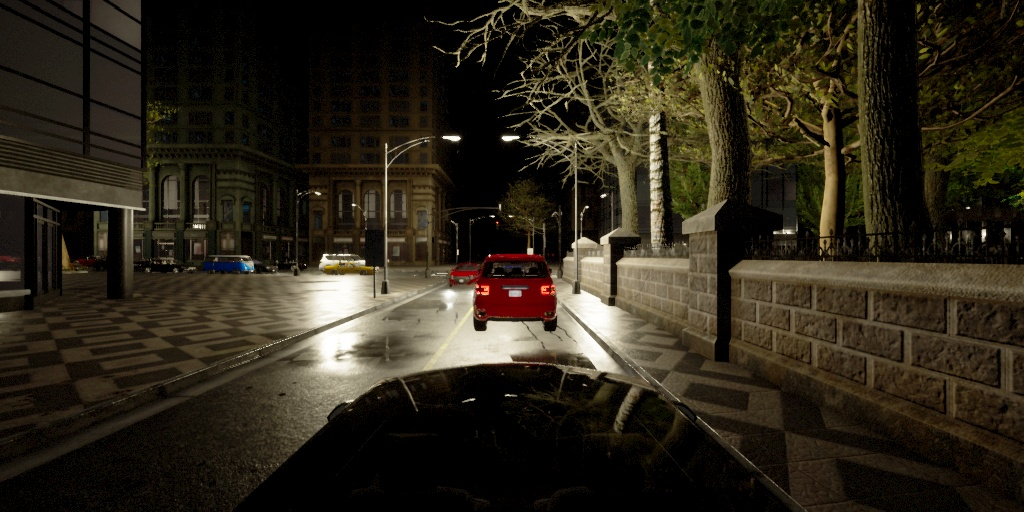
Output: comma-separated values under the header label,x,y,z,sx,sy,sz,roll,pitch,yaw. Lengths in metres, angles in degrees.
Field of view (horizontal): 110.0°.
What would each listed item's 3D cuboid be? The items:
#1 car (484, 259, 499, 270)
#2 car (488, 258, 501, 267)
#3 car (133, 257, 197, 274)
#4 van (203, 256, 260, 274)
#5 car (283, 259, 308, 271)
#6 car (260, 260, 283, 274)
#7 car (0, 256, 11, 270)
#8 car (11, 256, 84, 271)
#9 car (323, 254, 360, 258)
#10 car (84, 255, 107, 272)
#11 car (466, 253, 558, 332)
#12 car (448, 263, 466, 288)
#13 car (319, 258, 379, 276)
label,x,y,z,sx,sy,sz,roll,pitch,yaw
car,-3.119,1.221,54.058,2.033,1.411,5.357,0,0,-4
car,-3.061,1.155,64.092,2.033,1.411,5.357,0,0,0
car,-31.970,0.980,33.479,4.403,1.370,2.007,0,0,0
van,-26.352,0.841,33.446,3.998,1.789,1.690,0,0,0
car,-26.312,1.065,41.972,4.313,1.339,1.948,0,0,0
car,-26.606,1.044,36.114,5.357,1.411,2.033,1,0,1
car,-48.827,0.742,33.577,4.403,1.370,2.007,0,0,0
car,-43.040,0.799,33.544,4.829,1.417,1.751,0,0,0
car,-16.372,0.830,36.053,5.566,2.045,2.150,1,0,1
car,-39.233,0.822,36.205,4.902,1.511,2.128,1,0,1
car,0.099,0.971,11.067,2.150,2.045,5.566,0,0,0
car,-2.944,1.228,24.092,1.882,1.535,5.008,0,0,2
car,-14.941,1.147,33.380,4.829,1.417,1.751,0,0,0
